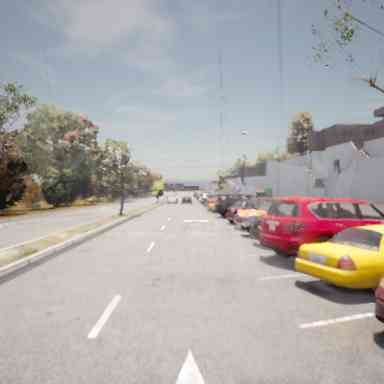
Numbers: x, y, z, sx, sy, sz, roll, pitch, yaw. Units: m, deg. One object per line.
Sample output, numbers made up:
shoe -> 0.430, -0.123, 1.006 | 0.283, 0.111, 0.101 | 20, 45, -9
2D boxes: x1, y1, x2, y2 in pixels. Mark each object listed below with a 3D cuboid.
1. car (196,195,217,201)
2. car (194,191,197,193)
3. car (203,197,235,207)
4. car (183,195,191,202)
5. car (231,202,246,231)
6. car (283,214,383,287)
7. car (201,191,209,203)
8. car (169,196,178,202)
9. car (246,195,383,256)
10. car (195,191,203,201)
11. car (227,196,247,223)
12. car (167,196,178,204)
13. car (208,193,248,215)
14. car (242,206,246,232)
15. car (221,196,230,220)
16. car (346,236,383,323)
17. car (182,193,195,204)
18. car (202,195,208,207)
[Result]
car -> 3.712, 1.538, 86.187 | 4.792, 1.488, 2.163 | 1, 1, -21
car -> 3.907, 1.356, 74.171 | 5.566, 2.045, 2.435 | 1, 1, -21
car -> 4.267, 1.639, 53.170 | 4.674, 1.452, 2.002 | 1, 0, -21
car -> -1.195, 1.516, 77.510 | 1.812, 1.442, 4.674 | 0, 0, -1
car -> 4.846, 1.465, 17.163 | 4.892, 1.521, 2.231 | 1, 0, -21
car -> 5.151, 1.473, 8.229 | 5.366, 1.575, 1.946 | 1, 0, -21
car -> 4.435, 1.273, 41.152 | 5.566, 2.045, 2.435 | 1, 0, -21
car -> -4.200, 1.628, 77.856 | 1.895, 1.301, 4.718 | 0, 0, -1
car -> 4.962, 1.219, 11.176 | 5.566, 2.045, 2.435 | 1, 0, -21
car -> 4.101, 1.380, 65.193 | 5.566, 2.045, 2.435 | 1, 0, -21
car -> 4.824, 1.338, 20.173 | 4.553, 1.767, 2.185 | 1, 0, -21
car -> -4.040, 1.669, 67.820 | 1.812, 1.442, 4.674 | 0, 0, -1
car -> 4.674, 1.223, 29.185 | 5.566, 2.045, 2.435 | 1, -1, -21
car -> 4.911, 1.496, 14.179 | 4.792, 1.488, 2.163 | 1, 0, -21
car -> 4.714, 1.338, 23.158 | 4.553, 1.767, 2.185 | 1, 0, -21
car -> 5.012, 1.519, 5.159 | 4.674, 1.452, 2.002 | 1, 0, -21
car -> -1.035, 1.495, 67.474 | 2.097, 1.767, 4.553 | 0, 0, -1
car -> 4.331, 1.502, 38.097 | 5.366, 1.575, 1.946 | 1, 0, -21
